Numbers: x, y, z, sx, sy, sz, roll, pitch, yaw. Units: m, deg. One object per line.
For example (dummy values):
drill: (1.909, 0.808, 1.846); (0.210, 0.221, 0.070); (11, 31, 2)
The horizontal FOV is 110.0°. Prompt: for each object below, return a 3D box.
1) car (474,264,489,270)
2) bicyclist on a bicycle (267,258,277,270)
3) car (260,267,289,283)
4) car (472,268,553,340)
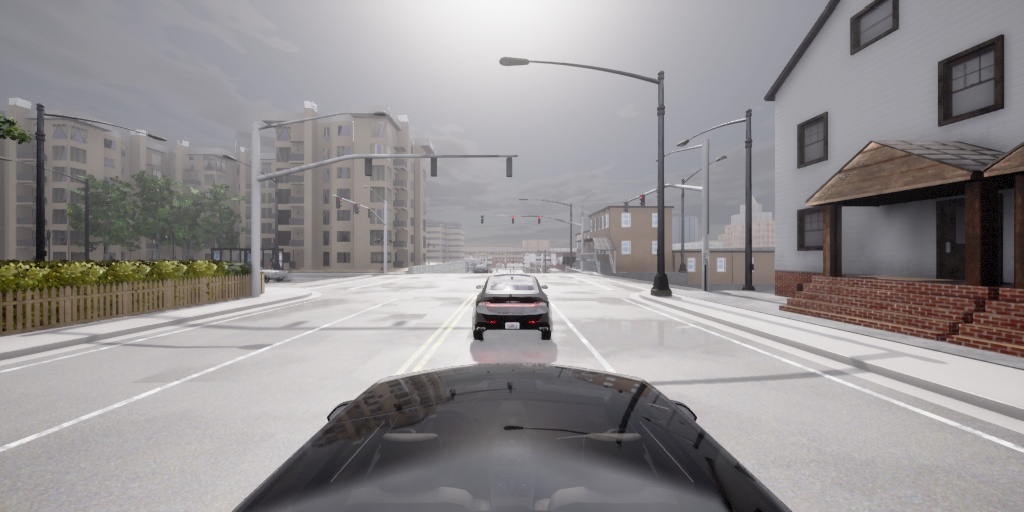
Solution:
car: (-3.982, 1.774, 47.305); (1.812, 1.442, 4.674); (0, -4, 0)
bicyclist on a bicycle: (-25.606, 1.053, 38.210); (0.582, 1.620, 1.656); (0, 0, 0)
car: (-19.687, 1.351, 27.194); (4.718, 1.301, 1.895); (0, 0, 0)
car: (0.002, 1.242, 9.913); (2.128, 1.511, 4.902); (0, 0, 0)
